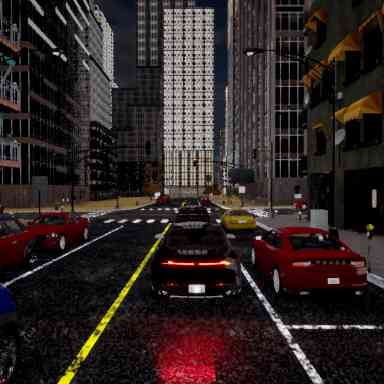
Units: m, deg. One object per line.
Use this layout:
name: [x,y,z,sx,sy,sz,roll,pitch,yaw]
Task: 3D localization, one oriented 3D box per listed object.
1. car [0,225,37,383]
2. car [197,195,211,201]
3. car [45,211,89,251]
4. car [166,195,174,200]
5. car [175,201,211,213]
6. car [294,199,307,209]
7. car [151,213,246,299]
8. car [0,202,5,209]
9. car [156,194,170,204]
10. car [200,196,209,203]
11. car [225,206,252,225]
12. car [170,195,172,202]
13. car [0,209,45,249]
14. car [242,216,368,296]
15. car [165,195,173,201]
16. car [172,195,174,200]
car: [-3.100,1.351,2.064,2.097,1.767,4.553,0,0,0]
car: [2.558,1.435,63.077,1.967,1.590,4.097,-1,0,0]
car: [-5.726,1.542,14.026,1.887,1.381,4.507,-1,0,0]
car: [-5.875,1.541,90.859,1.887,1.381,4.507,-1,0,0]
car: [0.060,1.475,18.706,1.882,1.535,5.008,0,0,0]
car: [14.176,1.254,38.698,4.507,1.381,1.887,-1,1,-1]
car: [0.082,1.503,8.434,1.837,1.490,4.892,0,0,0]
car: [-23.922,1.744,38.300,4.097,1.590,1.967,-1,1,-1]
car: [-5.821,1.540,63.062,1.887,1.381,4.507,-1,0,0]
car: [2.548,1.520,68.807,1.752,1.417,4.829,-1,0,0]
car: [2.644,1.522,19.721,1.752,1.417,4.829,-1,0,0]
car: [-5.834,1.310,68.622,2.192,1.841,5.009,-1,0,0]
car: [-5.716,1.438,8.502,1.967,1.590,4.097,-1,0,0]
car: [2.666,1.543,8.504,1.887,1.381,4.507,-1,0,0]
car: [-5.865,1.521,85.130,1.752,1.417,4.829,-1,0,0]
car: [-5.845,1.310,74.181,2.192,1.841,5.009,-1,0,0]
